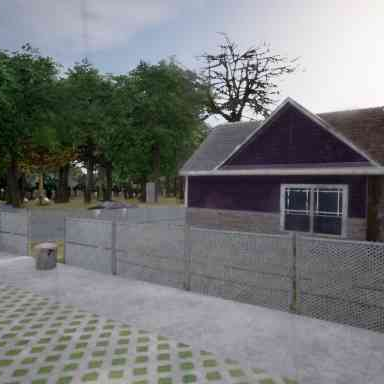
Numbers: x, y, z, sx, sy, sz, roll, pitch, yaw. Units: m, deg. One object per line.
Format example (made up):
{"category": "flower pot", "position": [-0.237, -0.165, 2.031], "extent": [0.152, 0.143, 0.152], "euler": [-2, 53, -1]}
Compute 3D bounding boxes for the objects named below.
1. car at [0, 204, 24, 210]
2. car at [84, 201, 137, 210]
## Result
{"category": "car", "position": [-13.496, 1.548, 22.077], "extent": [1.812, 1.442, 4.674], "euler": [2, 1, 36]}
{"category": "car", "position": [-7.346, 1.540, 30.591], "extent": [2.033, 1.411, 5.357], "euler": [2, 2, 36]}
